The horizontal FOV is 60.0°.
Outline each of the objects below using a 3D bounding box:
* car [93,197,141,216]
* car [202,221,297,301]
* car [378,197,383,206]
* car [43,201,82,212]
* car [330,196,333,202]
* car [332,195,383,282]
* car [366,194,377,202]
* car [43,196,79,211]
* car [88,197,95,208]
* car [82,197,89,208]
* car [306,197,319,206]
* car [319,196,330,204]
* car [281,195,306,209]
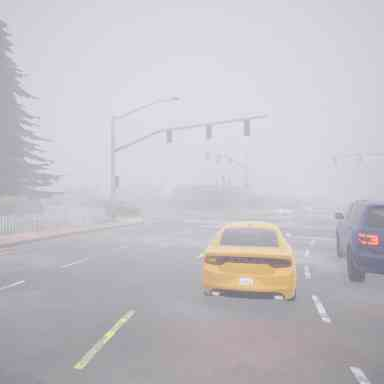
[{"bbox_3d":[-7.172,1.560,32.794,4.892,1.490,1.837,0,0,34],"label":"car"},{"bbox_3d":[1.513,1.478,8.484,1.882,1.535,5.008,0,0,12],"label":"car"},{"bbox_3d":[32.671,1.547,56.025,2.033,1.411,5.357,0,0,32],"label":"car"},{"bbox_3d":[-15.011,1.581,37.705,4.674,1.442,1.812,0,0,32],"label":"car"},{"bbox_3d":[29.182,1.524,70.581,1.812,1.442,4.674,0,0,32],"label":"car"},{"bbox_3d":[5.479,1.221,9.507,2.150,2.045,5.566,0,0,19],"label":"car"},{"bbox_3d":[43.008,1.355,79.695,2.097,1.767,4.553,0,0,32],"label":"car"},{"bbox_3d":[-16.939,1.407,43.044,4.553,1.767,2.097,0,0,32],"label":"car"},{"bbox_3d":[-9.226,1.560,38.216,4.892,1.490,1.837,0,0,32],"label":"car"},{"bbox_3d":[-13.650,1.407,45.345,4.553,1.767,2.097,0,0,32],"label":"car"},{"bbox_3d":[18.698,1.526,53.694,1.812,1.442,4.674,0,0,31],"label":"car"},{"bbox_3d":[23.931,1.564,62.103,1.994,1.385,4.181,0,0,32],"label":"car"},{"bbox_3d":[13.550,1.491,45.350,2.128,1.511,4.902,0,0,32],"label":"car"}]
